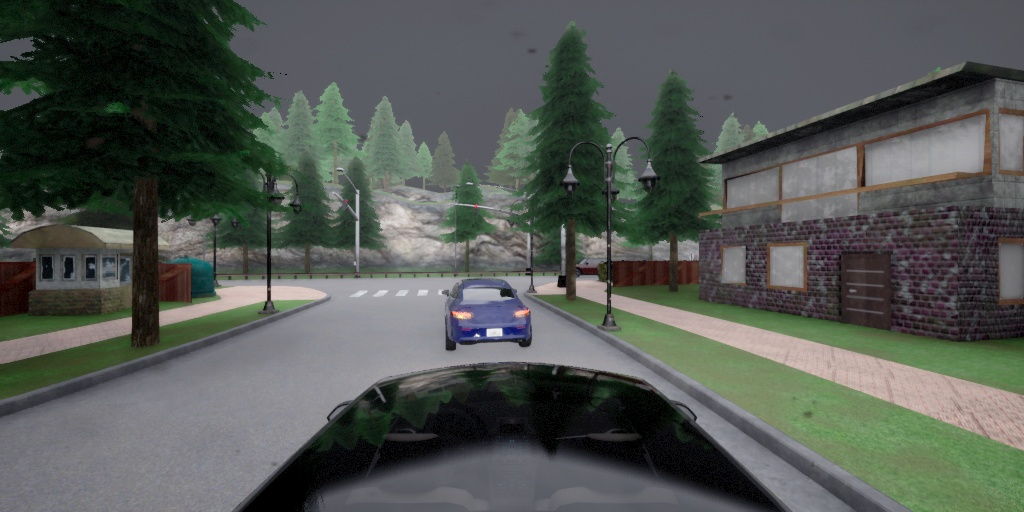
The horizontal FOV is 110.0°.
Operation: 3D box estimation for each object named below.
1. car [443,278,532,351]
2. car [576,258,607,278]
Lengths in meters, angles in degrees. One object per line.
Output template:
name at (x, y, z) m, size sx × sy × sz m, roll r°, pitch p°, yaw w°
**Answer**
car at (-0.755, 1.276, 9.016) m, size 1.812 × 1.442 × 4.674 m, roll 0°, pitch 0°, yaw -11°
car at (6.607, 0.945, 31.500) m, size 4.553 × 1.767 × 2.097 m, roll 0°, pitch 0°, yaw -12°
